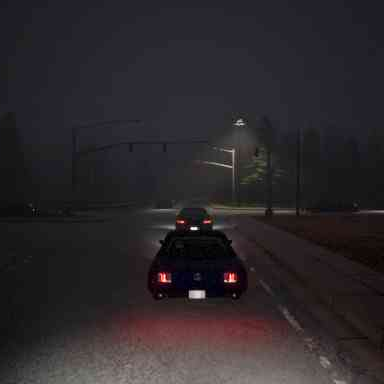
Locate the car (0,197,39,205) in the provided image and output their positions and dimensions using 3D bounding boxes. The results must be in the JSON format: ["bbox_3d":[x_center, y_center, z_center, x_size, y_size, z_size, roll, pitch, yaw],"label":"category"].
[{"bbox_3d":[-18.343,1.363,35.028,4.553,1.767,2.097,0,0,1],"label":"car"}]

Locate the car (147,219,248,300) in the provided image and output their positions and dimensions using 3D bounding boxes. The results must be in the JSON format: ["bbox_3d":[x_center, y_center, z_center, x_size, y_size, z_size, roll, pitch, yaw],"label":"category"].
[{"bbox_3d":[0.099,1.596,8.341,1.895,1.301,4.718,0,0,0],"label":"car"}]

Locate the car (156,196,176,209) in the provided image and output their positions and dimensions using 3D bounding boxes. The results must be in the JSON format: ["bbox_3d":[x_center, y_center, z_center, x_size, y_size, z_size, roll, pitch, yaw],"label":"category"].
[{"bbox_3d":[-3.603,1.541,43.974,1.994,1.385,4.181,0,0,0],"label":"car"}]

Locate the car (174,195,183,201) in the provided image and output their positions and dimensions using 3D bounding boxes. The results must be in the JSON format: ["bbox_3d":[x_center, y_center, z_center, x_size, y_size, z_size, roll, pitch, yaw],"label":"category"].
[{"bbox_3d":[-3.222,1.481,82.120,1.994,1.385,4.181,0,0,2],"label":"car"}]

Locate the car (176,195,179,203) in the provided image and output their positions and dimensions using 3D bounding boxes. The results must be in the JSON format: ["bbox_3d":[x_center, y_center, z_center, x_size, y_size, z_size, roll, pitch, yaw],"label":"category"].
[{"bbox_3d":[-3.594,1.489,56.156,1.812,1.442,4.674,0,0,0],"label":"car"}]

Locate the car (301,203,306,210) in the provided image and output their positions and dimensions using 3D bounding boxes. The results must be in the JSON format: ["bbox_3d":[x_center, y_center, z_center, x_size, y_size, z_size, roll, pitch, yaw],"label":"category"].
[{"bbox_3d":[15.150,1.472,38.126,5.008,1.535,1.882,0,0,1],"label":"car"}]

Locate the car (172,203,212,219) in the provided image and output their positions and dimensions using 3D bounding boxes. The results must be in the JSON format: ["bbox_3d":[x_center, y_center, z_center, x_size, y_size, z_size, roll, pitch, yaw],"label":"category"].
[{"bbox_3d":[0.099,1.511,17.396,1.812,1.442,4.674,0,0,0],"label":"car"}]

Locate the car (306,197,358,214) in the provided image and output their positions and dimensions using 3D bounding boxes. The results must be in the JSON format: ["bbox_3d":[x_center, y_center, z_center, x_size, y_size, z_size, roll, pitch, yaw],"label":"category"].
[{"bbox_3d":[14.645,1.349,34.410,4.553,1.767,2.097,0,0,1],"label":"car"}]

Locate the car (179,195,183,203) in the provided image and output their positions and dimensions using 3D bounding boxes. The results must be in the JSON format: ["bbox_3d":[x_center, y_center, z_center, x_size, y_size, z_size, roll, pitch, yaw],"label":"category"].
[{"bbox_3d":[-3.487,1.517,69.211,1.994,1.385,4.181,0,0,0],"label":"car"}]
